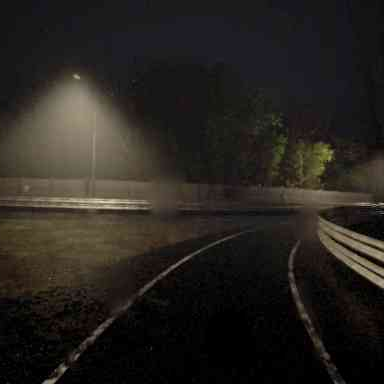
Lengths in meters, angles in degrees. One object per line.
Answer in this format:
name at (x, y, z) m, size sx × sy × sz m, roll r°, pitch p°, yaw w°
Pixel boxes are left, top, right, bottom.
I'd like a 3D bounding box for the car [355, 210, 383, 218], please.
car at (20.163, 2.171, 37.026) m, size 4.718 × 1.301 × 1.895 m, roll 2°, pitch 0°, yaw -40°
